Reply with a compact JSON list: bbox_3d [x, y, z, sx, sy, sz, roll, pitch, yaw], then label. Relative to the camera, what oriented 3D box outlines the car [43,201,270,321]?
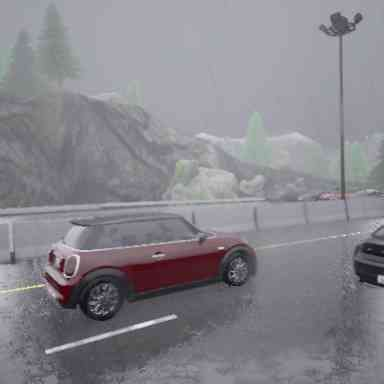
[{"bbox_3d":[-0.726,1.235,7.313,4.553,1.767,2.097,-2,1,-34],"label":"car"}]

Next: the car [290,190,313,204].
[{"bbox_3d":[13.268,0.505,35.063,4.902,1.511,2.128,-2,1,-24],"label":"car"}]

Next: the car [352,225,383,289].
[{"bbox_3d":[5.478,1.237,7.131,4.892,1.490,1.837,-2,1,-32],"label":"car"}]

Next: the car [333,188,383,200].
[{"bbox_3d":[14.605,0.618,27.989,4.892,1.490,1.837,-2,1,-24],"label":"car"}]

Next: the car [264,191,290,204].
[{"bbox_3d":[10.843,0.569,37.847,5.357,1.411,2.033,-2,1,-24],"label":"car"}]

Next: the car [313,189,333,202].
[{"bbox_3d":[14.310,0.403,31.680,4.553,1.767,2.097,-2,1,-24],"label":"car"}]
